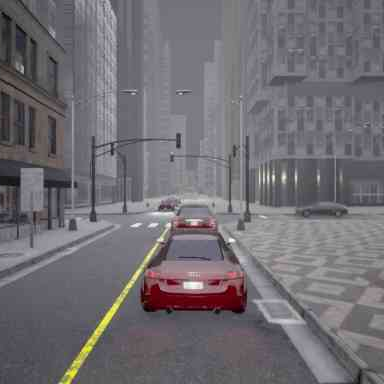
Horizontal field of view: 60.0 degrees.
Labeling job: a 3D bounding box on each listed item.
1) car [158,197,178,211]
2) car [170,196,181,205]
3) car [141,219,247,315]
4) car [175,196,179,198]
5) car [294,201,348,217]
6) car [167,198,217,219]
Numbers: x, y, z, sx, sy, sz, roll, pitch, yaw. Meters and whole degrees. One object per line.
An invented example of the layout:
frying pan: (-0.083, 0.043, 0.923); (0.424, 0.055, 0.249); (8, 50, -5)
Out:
car: (-3.099, 1.624, 41.313); (1.895, 1.301, 4.718); (0, 0, 0)
car: (-3.068, 1.572, 62.025); (1.812, 1.442, 4.674); (0, 0, 0)
car: (0.083, 1.565, 7.686); (1.994, 1.385, 4.181); (0, 0, 2)
car: (-3.095, 1.582, 51.833); (2.033, 1.411, 5.357); (0, 0, 0)
car: (11.740, 1.543, 30.358); (4.674, 1.442, 1.812); (0, 0, 1)
car: (0.150, 1.356, 16.307); (2.097, 1.767, 4.553); (0, 0, 2)
